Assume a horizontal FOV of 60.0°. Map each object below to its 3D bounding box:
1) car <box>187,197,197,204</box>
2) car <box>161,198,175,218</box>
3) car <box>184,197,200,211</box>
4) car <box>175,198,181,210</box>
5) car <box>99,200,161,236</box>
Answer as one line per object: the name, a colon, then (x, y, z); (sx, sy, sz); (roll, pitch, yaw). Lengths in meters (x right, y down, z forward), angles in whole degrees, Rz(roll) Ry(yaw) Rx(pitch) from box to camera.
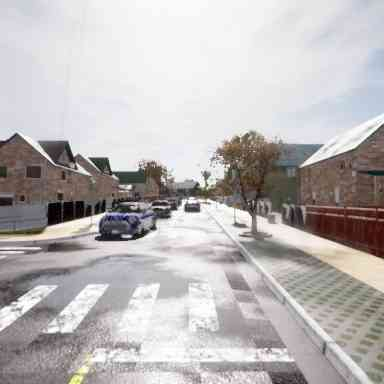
car: (0.011, 1.809, 69.074); (1.994, 1.385, 4.181); (0, 0, 0)
car: (-2.887, 1.559, 30.906); (1.837, 1.490, 4.892); (0, 0, 0)
car: (0.045, 1.660, 42.296); (1.994, 1.385, 4.181); (0, 0, 0)
car: (-2.899, 1.581, 44.041); (1.882, 1.535, 5.008); (0, 0, 0)
car: (-3.513, 1.391, 18.843); (2.097, 1.767, 4.553); (0, 0, 9)
